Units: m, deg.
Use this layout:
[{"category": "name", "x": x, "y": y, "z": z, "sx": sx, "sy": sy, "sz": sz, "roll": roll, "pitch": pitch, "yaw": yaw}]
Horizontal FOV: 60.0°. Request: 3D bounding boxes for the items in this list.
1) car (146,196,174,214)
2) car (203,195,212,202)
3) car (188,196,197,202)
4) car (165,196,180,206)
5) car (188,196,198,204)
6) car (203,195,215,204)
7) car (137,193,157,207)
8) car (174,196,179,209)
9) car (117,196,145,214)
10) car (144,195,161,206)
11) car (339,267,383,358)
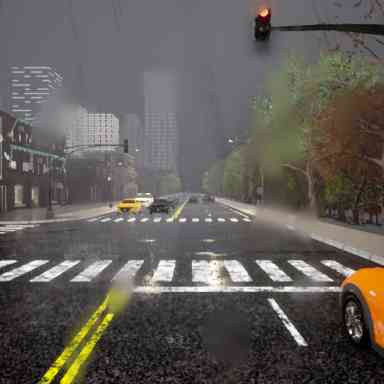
[{"category": "car", "x": -3.270, "y": 1.467, "z": 34.913, "sx": 1.882, "sy": 1.535, "sz": 5.008, "roll": 0, "pitch": 0, "yaw": 0}, {"category": "car", "x": 3.415, "y": 1.447, "z": 74.889, "sx": 1.882, "sy": 1.535, "sz": 5.008, "roll": 0, "pitch": 0, "yaw": 0}, {"category": "car", "x": 0.165, "y": 1.565, "z": 74.941, "sx": 1.895, "sy": 1.301, "sz": 4.718, "roll": 0, "pitch": 0, "yaw": 0}, {"category": "car", "x": -3.215, "y": 1.471, "z": 54.951, "sx": 2.128, "sy": 1.511, "sz": 4.902, "roll": 0, "pitch": 0, "yaw": 0}, {"category": "car", "x": 0.238, "y": 1.523, "z": 64.448, "sx": 2.033, "sy": 1.411, "sz": 5.357, "roll": 0, "pitch": 0, "yaw": 1}, {"category": "car", "x": 3.488, "y": 1.467, "z": 64.724, "sx": 2.128, "sy": 1.511, "sz": 4.902, "roll": 0, "pitch": 0, "yaw": 0}, {"category": "car", "x": -6.492, "y": 1.206, "z": 44.838, "sx": 2.150, "sy": 2.045, "sz": 5.566, "roll": 0, "pitch": 0, "yaw": 0}, {"category": "car", "x": -3.243, "y": 1.548, "z": 44.923, "sx": 1.994, "sy": 1.385, "sz": 4.181, "roll": 0, "pitch": 0, "yaw": 0}, {"category": "car", "x": -6.517, "y": 1.467, "z": 34.900, "sx": 1.882, "sy": 1.535, "sz": 5.008, "roll": 0, "pitch": 0, "yaw": 0}, {"category": "car", "x": -6.465, "y": 1.332, "z": 54.799, "sx": 2.097, "sy": 1.767, "sz": 4.553, "roll": 0, "pitch": 0, "yaw": 0}, {"category": "car", "x": 3.359, "y": 1.351, "z": 3.408, "sx": 2.097, "sy": 1.767, "sz": 4.553, "roll": 0, "pitch": 0, "yaw": 0}]
